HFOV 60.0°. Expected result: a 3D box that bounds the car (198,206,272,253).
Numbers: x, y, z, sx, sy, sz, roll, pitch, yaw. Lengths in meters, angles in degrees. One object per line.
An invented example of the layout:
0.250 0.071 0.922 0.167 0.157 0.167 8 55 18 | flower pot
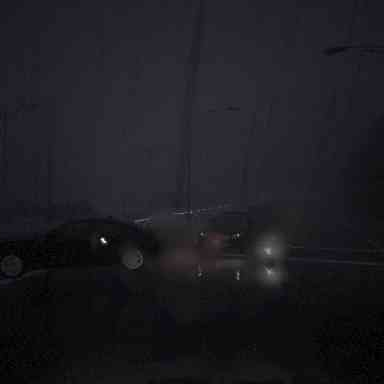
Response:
1.832 1.514 13.876 1.812 1.442 4.674 0 0 24 | car

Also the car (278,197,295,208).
13.596 1.468 47.653 2.128 1.511 4.902 0 0 19 | car

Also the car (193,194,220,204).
1.727 1.126 56.763 5.027 1.636 2.152 0 0 19 | car

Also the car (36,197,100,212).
-9.006 1.356 24.201 3.633 1.501 1.845 0 0 19 | car

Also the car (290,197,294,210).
9.830 1.544 36.525 1.994 1.385 4.181 0 0 19 | car

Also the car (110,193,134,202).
-13.732 1.046 65.310 4.605 1.855 1.932 0 0 19 | car

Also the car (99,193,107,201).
-20.131 1.014 70.946 3.866 1.878 1.905 0 0 19 | car

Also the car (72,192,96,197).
-18.401 1.249 53.739 4.514 1.523 2.007 0 0 19 | car

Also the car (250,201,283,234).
3.984 1.490 19.282 1.837 1.490 4.892 0 0 19 | car

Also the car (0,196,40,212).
-15.079 1.356 29.404 3.806 1.475 1.970 0 0 19 | car

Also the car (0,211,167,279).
-3.271 1.475 9.857 5.008 1.535 1.882 0 0 -15 | car

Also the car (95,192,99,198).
-21.776 1.298 67.993 3.806 1.475 1.970 0 0 19 | car

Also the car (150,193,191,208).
-2.917 1.074 41.759 4.605 1.855 1.932 0 0 19 | car

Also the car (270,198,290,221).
5.901 1.475 24.927 2.128 1.511 4.902 0 0 19 | car

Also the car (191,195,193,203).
-2.376 1.053 44.644 3.866 1.878 1.905 0 0 19 | car

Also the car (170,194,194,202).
-2.024 1.258 68.675 4.514 1.523 2.007 0 0 19 | car

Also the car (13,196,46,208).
-21.645 1.273 44.288 3.633 1.501 1.845 0 0 19 | car

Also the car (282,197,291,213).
7.785 1.487 30.488 1.837 1.490 4.892 0 0 19 | car
